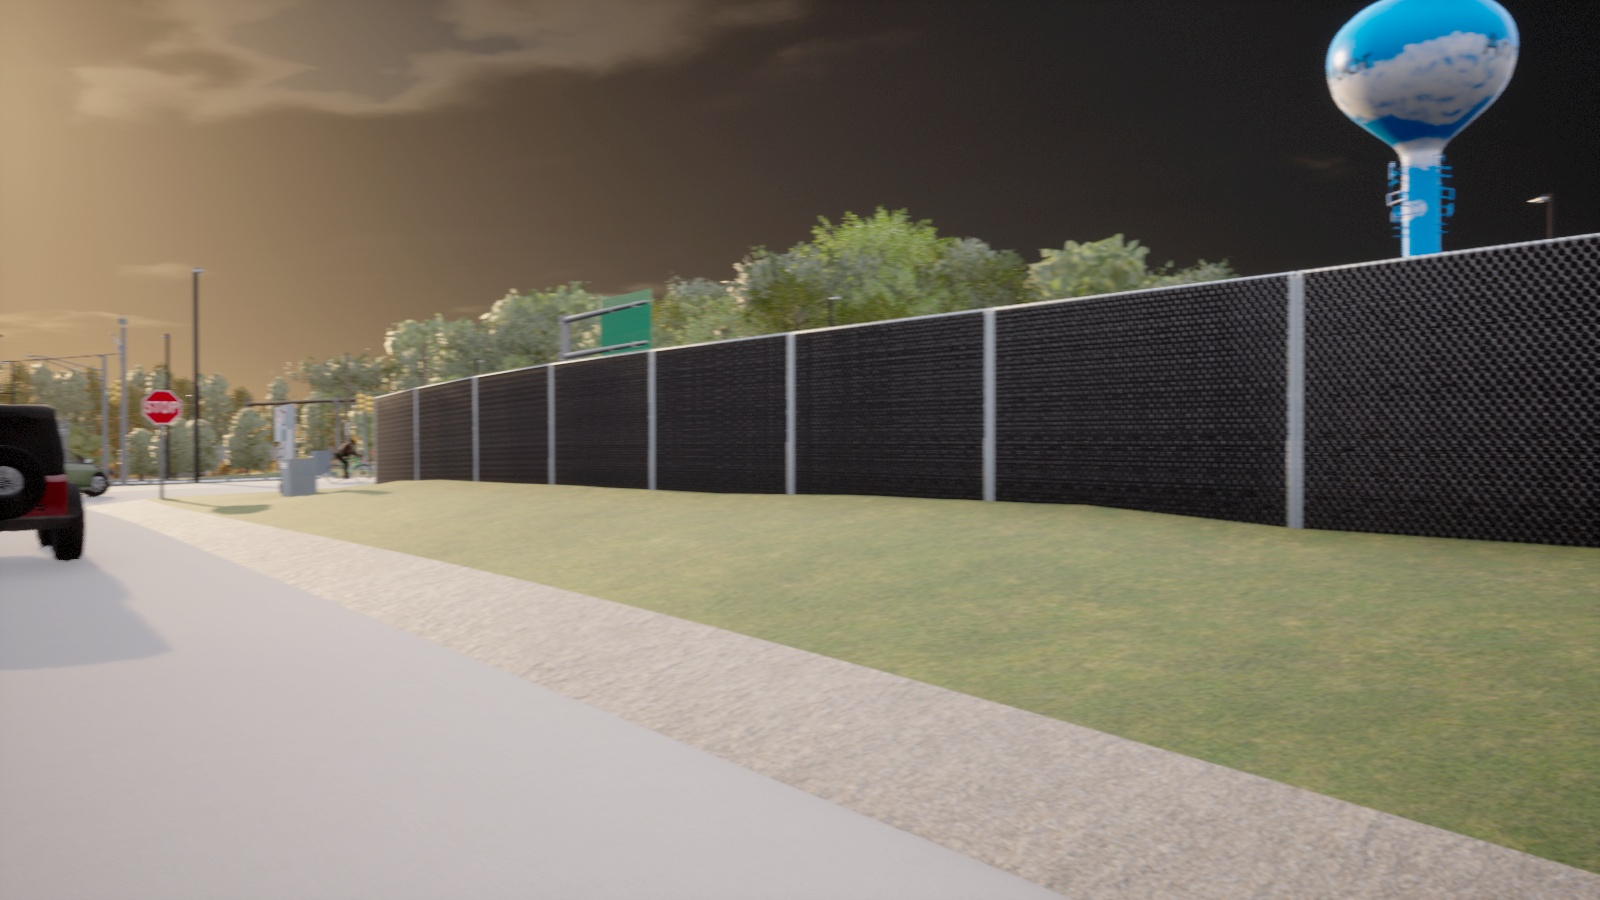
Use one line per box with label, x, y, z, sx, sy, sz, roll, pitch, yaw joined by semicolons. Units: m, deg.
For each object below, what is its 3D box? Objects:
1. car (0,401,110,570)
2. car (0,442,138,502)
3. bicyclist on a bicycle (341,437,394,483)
car;-9.873;0.366;15.589;1.905;1.878;3.866;-1;1;-34
car;-20.642;0.567;35.046;2.007;1.525;4.514;-2;1;-1
bicyclist on a bicycle;-15.377;0.348;44.699;1.656;1.620;0.582;-1;0;-35
